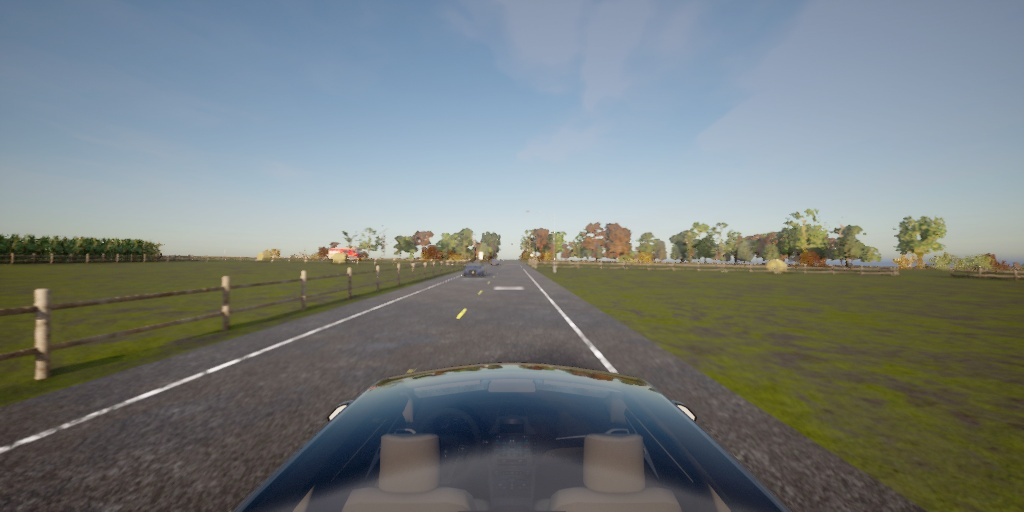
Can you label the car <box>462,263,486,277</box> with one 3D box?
[{"bbox_3d":[-3.577,1.327,34.655,1.994,1.385,4.181,0,0,0],"label":"car"}]
